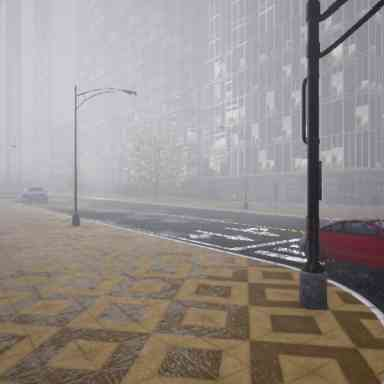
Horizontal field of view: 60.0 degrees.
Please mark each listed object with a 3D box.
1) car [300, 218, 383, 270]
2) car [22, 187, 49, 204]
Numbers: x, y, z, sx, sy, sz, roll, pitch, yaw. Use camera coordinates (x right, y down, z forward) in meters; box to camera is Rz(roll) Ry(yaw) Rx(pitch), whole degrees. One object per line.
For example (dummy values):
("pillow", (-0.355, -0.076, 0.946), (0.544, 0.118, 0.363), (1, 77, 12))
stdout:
("car", (5.361, 1.497, 9.787), (1.994, 1.385, 4.181), (0, 1, -38))
("car", (-19.840, 0.349, 41.992), (2.150, 2.045, 5.566), (0, 1, -38))
